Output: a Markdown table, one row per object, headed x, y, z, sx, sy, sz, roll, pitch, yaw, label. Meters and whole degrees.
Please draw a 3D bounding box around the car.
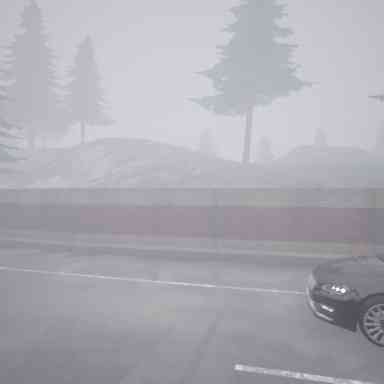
| x | y | z | sx | sy | sz | roll | pitch | yaw | label |
| --- | --- | --- | --- | --- | --- | --- | --- | --- | --- |
| 4.424 | 1.491 | 5.270 | 4.902 | 1.511 | 2.128 | 0 | 0 | 13 | car |
